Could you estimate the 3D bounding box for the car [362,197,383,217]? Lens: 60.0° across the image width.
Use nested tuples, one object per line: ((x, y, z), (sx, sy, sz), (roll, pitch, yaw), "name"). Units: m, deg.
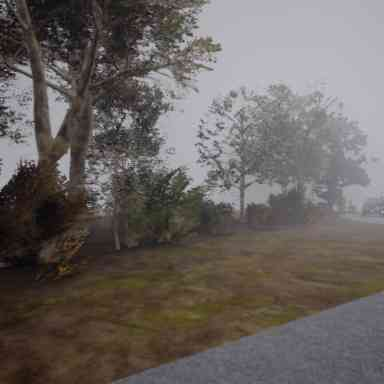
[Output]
((20.400, 1.631, 36.986), (2.150, 2.045, 5.566), (0, -1, 35), "car")
